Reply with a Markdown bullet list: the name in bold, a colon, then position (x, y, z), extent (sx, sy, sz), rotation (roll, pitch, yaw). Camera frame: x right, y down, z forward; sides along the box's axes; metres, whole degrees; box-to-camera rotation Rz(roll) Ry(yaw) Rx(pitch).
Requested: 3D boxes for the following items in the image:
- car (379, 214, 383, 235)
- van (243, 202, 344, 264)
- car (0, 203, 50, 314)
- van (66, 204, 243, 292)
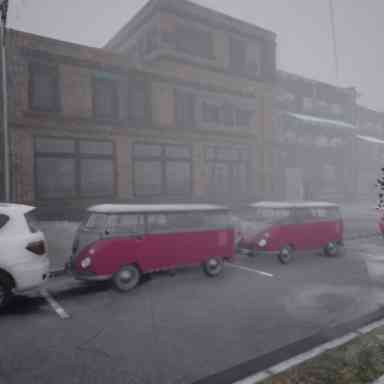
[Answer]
- **car**: position (12.677, 1.415, 18.493), extent (5.566, 2.045, 2.435), rotation (1, 0, -35)
- **van**: position (3.545, 1.350, 12.043), extent (4.442, 1.987, 1.878), rotation (1, 0, -35)
- **car**: position (-5.444, 1.223, 5.695), extent (5.566, 2.045, 2.435), rotation (1, 0, -35)
- **van**: position (-0.986, 1.300, 8.844), extent (4.442, 1.987, 1.878), rotation (1, 0, -35)
